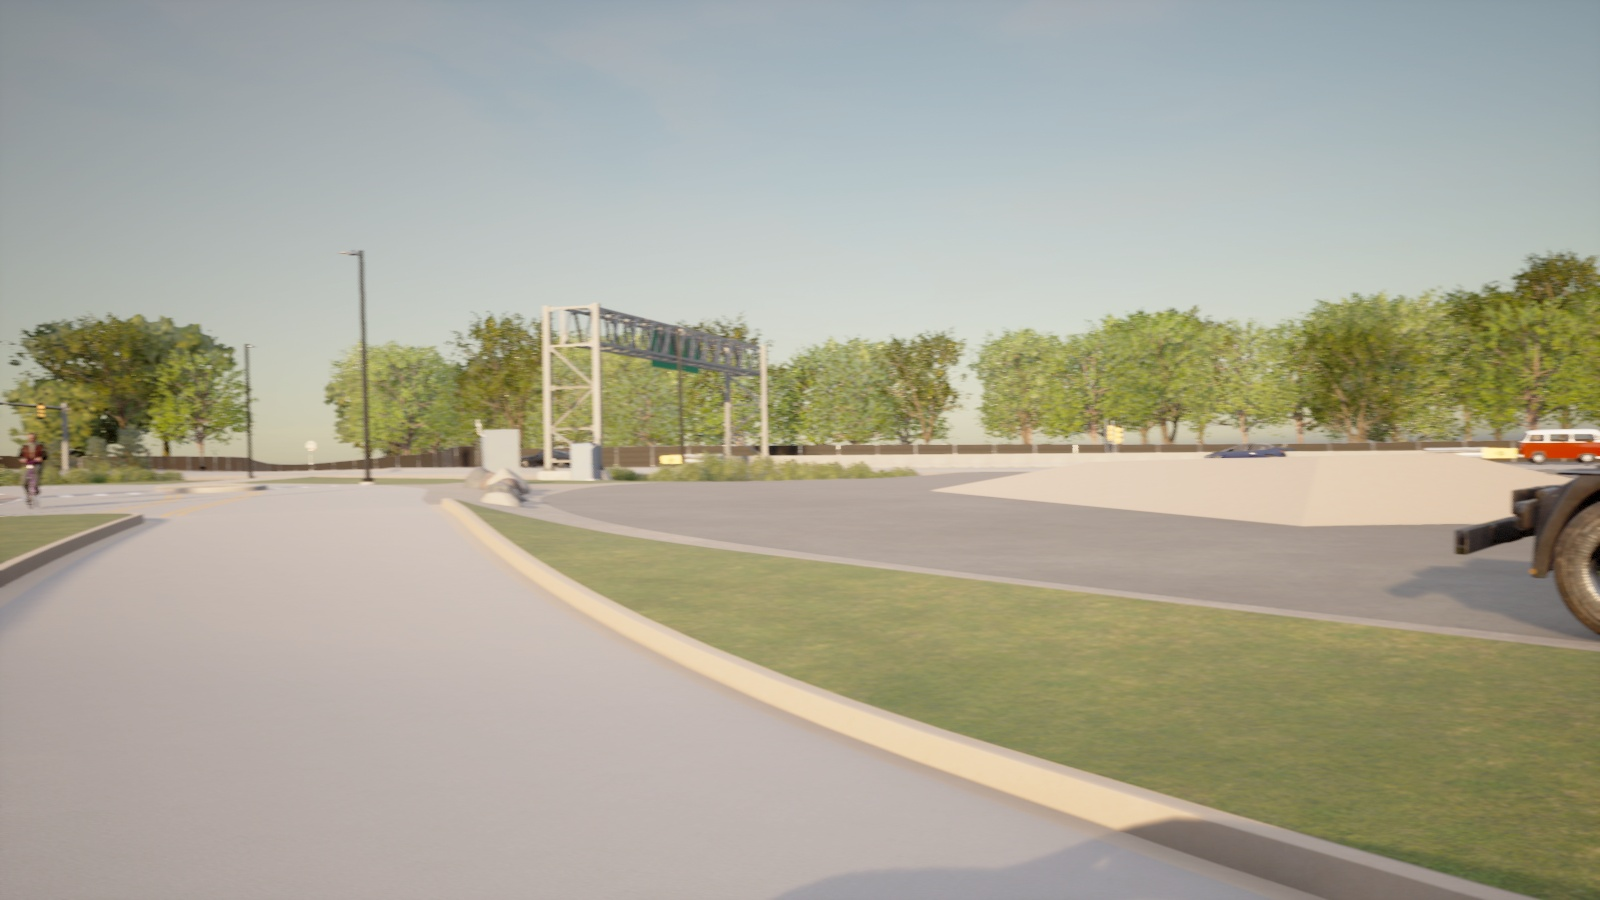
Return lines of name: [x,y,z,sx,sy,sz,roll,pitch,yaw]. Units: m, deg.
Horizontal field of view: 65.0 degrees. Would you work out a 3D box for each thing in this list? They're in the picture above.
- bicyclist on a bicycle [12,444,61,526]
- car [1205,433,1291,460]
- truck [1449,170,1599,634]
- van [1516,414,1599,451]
bicyclist on a bicycle: [-17.395,0.784,28.647,0.659,1.776,1.843,-3,0,-25]
car: [27.028,-0.202,75.912,4.792,1.488,2.163,-2,0,19]
truck: [9.158,-0.389,8.572,7.936,3.462,2.891,0,1,40]
van: [44.547,-1.009,73.353,4.480,2.038,2.069,-1,2,23]
